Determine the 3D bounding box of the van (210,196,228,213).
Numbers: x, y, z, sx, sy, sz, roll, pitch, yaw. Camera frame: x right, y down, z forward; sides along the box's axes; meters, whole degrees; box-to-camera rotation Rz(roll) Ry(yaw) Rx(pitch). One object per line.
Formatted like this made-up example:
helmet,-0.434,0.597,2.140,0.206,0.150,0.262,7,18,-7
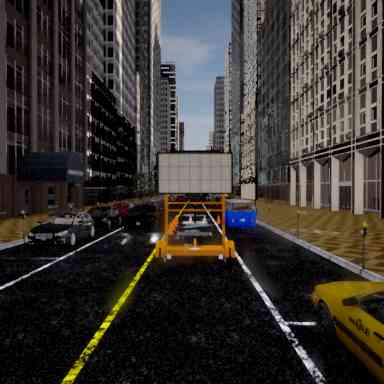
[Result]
van,2.957,1.332,37.395,1.690,1.788,3.998,-1,0,0

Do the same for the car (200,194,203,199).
car,3.293,1.293,82.863,2.192,1.841,5.009,-1,0,0

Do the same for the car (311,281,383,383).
car,2.708,1.524,3.464,1.752,1.417,4.829,-1,0,0

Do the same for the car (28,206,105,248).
car,-5.589,1.547,14.723,2.008,1.369,4.403,-1,0,0

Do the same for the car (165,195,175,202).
car,-5.128,1.420,77.241,1.967,1.590,4.097,-1,0,0

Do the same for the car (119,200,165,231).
car,-2.947,1.473,20.797,1.882,1.535,5.008,0,0,0

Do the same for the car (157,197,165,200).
car,-5.337,1.539,48.824,2.008,1.369,4.403,-1,0,0

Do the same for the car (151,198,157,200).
car,-5.421,1.573,37.457,1.802,1.307,4.206,-1,0,0

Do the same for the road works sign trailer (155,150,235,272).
road works sign trailer,0.097,0.462,10.744,2.380,3.560,2.880,0,0,1

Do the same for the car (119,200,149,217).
car,-5.464,1.543,31.773,2.008,1.369,4.403,-1,0,0

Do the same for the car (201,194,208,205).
car,3.127,1.536,60.128,2.008,1.369,4.403,-1,0,0

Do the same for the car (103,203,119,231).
car,-5.547,1.561,20.406,1.947,1.339,4.313,-1,0,0

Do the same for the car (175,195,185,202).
car,-2.450,1.459,74.415,1.882,1.535,5.008,0,0,0

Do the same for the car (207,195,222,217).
car,2.915,1.308,31.711,2.192,1.841,5.009,-1,0,0

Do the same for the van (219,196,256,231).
van,2.831,1.336,20.344,1.690,1.788,3.998,-1,0,0

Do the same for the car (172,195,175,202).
car,-5.169,1.564,71.557,1.802,1.307,4.206,-1,0,0

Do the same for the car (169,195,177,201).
car,-5.044,1.502,88.438,1.752,1.417,4.829,-1,0,0

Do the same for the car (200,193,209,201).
car,3.335,1.291,88.547,2.192,1.841,5.009,-1,0,0

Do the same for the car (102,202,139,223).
car,-5.505,1.539,26.090,1.887,1.381,4.507,-1,0,0

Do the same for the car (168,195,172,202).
car,-5.253,1.536,60.190,2.008,1.369,4.403,-1,0,0

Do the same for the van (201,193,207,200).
van,3.378,1.315,94.230,1.690,1.788,3.998,-1,0,0
